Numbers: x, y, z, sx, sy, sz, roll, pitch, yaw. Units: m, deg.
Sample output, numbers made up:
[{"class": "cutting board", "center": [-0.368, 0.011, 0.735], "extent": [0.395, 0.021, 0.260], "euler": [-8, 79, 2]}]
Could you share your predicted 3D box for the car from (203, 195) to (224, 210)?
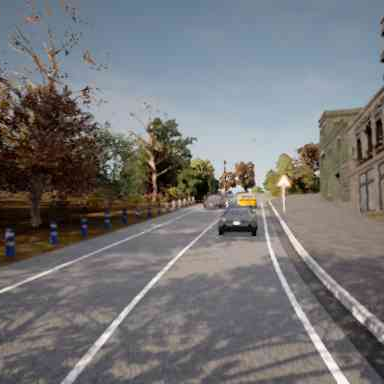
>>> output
[{"class": "car", "center": [2.420, 1.029, 35.319], "extent": [1.812, 1.442, 4.674], "euler": [-1, 1, 12]}]

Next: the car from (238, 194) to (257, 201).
[{"class": "car", "center": [5.933, 0.912, 35.534], "extent": [1.882, 1.535, 5.008], "euler": [-1, 2, 11]}]

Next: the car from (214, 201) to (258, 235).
[{"class": "car", "center": [2.531, 1.424, 18.054], "extent": [1.994, 1.385, 4.181], "euler": [-1, 1, 10]}]
